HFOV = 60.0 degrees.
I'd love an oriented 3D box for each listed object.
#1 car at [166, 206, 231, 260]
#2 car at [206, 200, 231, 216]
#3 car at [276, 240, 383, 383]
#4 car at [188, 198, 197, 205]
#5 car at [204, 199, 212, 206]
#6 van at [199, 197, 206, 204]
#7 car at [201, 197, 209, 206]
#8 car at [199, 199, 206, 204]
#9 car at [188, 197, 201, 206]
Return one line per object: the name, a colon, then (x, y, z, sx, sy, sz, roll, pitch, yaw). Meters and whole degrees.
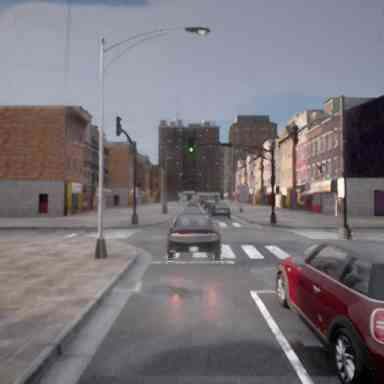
car: (0.077, 1.533, 12.801, 2.128, 1.511, 4.902, 0, 1, 0)
car: (2.711, 1.776, 32.005, 1.947, 1.339, 4.313, 1, -1, 0)
car: (2.670, 1.468, 5.259, 1.967, 1.590, 4.097, 2, 0, 0)
car: (0.126, 2.063, 72.539, 2.033, 1.411, 5.357, 0, -1, 0)
car: (2.719, 1.828, 37.442, 1.947, 1.339, 4.313, 1, -1, 0)
van: (2.806, 2.239, 86.381, 1.690, 1.788, 3.998, 1, -1, 0)
car: (2.839, 1.897, 51.724, 1.882, 1.535, 5.008, 0, -1, 0)
car: (2.812, 2.530, 91.815, 1.887, 1.381, 4.507, 1, -1, 0)
car: (0.144, 2.082, 60.975, 2.033, 1.411, 5.357, 0, -1, 1)
